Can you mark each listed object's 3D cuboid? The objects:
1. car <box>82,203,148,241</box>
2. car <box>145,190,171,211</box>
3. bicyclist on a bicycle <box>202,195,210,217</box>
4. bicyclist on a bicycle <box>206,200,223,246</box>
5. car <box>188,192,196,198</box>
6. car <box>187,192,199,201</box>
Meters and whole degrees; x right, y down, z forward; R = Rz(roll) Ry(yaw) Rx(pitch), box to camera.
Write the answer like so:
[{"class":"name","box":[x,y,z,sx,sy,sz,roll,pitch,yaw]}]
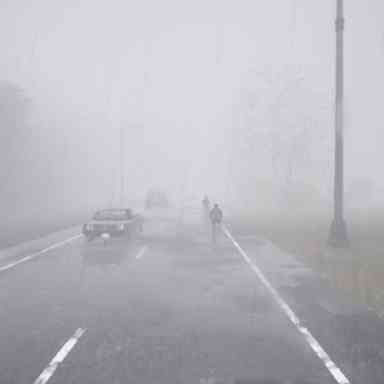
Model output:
[{"class":"car","box":[-3.400,1.395,15.328,1.895,1.301,4.718,0,1,0]},{"class":"car","box":[-3.395,0.773,33.711,2.150,2.045,5.566,0,1,0]},{"class":"bicyclist on a bicycle","box":[0.970,1.065,22.882,0.659,1.776,1.843,0,1,0]},{"class":"bicyclist on a bicycle","box":[0.968,1.275,13.213,0.582,1.620,1.656,0,0,0]},{"class":"car","box":[0.018,0.614,74.120,1.895,1.301,4.718,0,1,0]},{"class":"car","box":[0.111,0.806,57.124,1.994,1.385,4.181,0,1,0]}]
